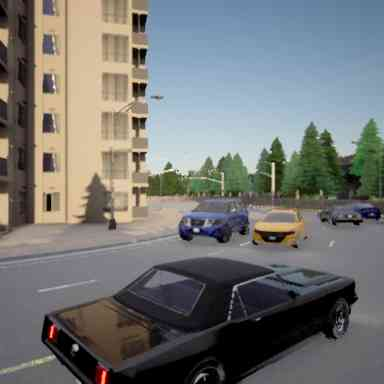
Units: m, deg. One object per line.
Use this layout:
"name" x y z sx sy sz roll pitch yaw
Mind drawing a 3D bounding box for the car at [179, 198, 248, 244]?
"car" 1.387 1.366 17.325 2.150 2.045 5.566 0 0 26

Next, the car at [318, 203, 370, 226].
"car" 10.995 1.718 24.943 2.033 1.411 5.357 0 0 7

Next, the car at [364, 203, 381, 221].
"car" 14.529 1.671 29.256 1.882 1.535 5.008 0 0 1

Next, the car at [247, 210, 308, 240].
"car" 4.285 1.596 15.658 1.882 1.535 5.008 0 0 25

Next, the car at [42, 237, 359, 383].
"car" 0.561 1.643 4.825 4.718 1.301 1.895 0 -1 -41
